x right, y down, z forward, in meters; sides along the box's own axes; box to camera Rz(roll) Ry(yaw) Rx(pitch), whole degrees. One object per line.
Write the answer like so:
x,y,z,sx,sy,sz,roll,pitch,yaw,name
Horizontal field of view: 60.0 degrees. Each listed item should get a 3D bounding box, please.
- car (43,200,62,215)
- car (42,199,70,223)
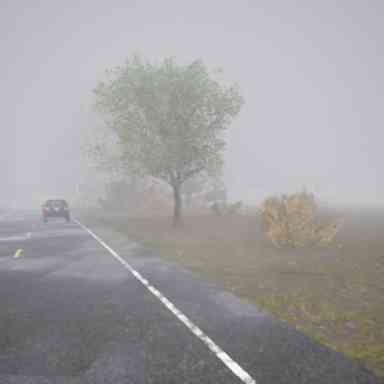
-18.388,2.023,43.610,2.097,1.767,4.553,-1,0,-25,car
-12.780,1.694,31.266,2.150,2.045,5.566,-1,-1,-24,car
